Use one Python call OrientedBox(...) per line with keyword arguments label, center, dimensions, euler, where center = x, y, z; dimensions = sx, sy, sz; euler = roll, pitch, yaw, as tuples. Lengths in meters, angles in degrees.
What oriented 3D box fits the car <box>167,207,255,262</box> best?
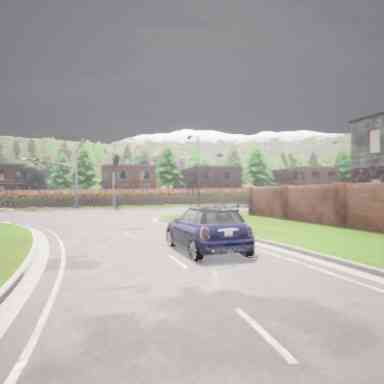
OrientedBox(label="car", center=(0.495, 1.340, 12.516), dimensions=(2.097, 1.767, 4.553), euler=(-1, 0, -18))
